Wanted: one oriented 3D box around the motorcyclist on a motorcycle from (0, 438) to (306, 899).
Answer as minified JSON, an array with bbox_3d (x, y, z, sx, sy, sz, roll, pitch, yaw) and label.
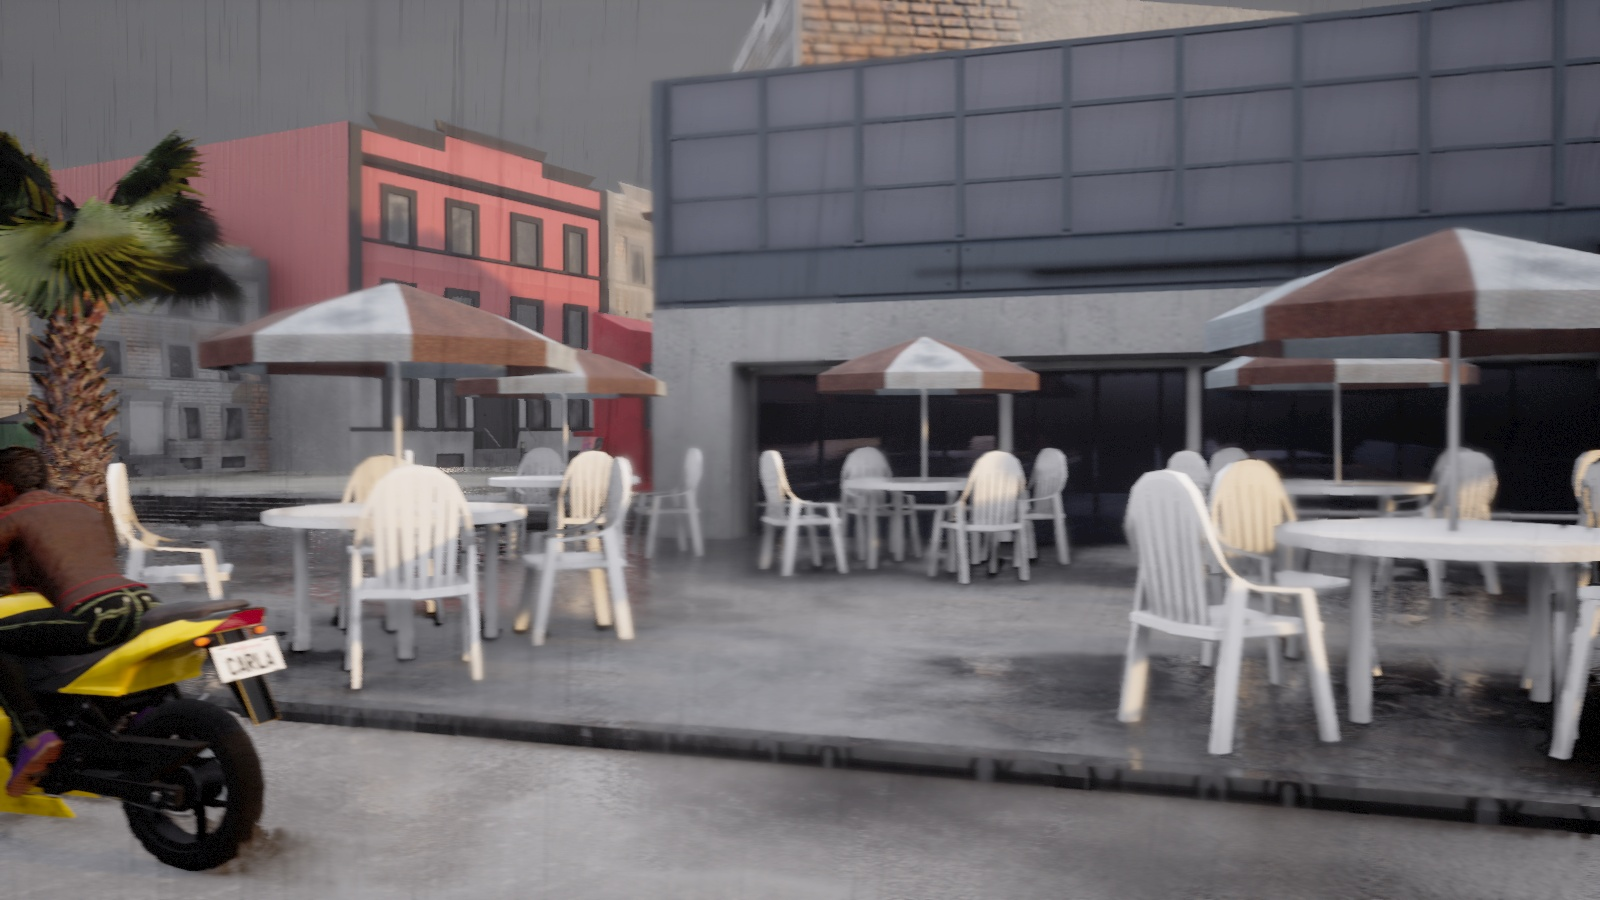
[{"bbox_3d":[-2.976,0.722,4.720,2.044,1.523,0.797,1,1,19],"label":"motorcyclist on a motorcycle"}]
